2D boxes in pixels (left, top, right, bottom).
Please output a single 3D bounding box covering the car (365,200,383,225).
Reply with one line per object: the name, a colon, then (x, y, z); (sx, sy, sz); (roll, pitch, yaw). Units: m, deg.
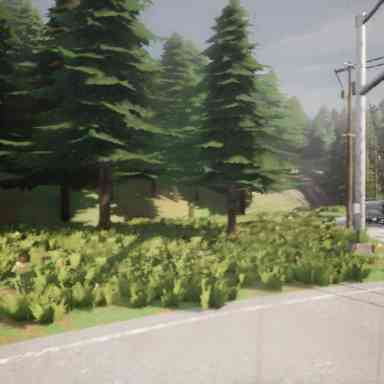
car: (12.441, 1.476, 23.274); (1.837, 1.490, 4.892); (0, 0, 22)
